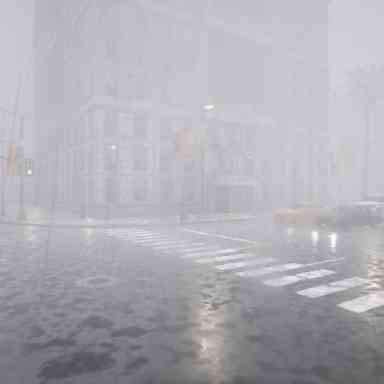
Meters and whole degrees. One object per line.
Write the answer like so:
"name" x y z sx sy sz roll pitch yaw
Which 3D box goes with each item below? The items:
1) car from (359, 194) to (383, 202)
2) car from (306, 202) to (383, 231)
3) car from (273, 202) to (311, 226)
"car" 16.400 1.221 29.483 5.566 2.045 2.150 0 0 -33
"car" 9.871 1.547 20.919 5.357 1.411 2.033 0 0 -34
"car" 7.935 1.477 23.831 5.008 1.535 1.882 0 0 -34
